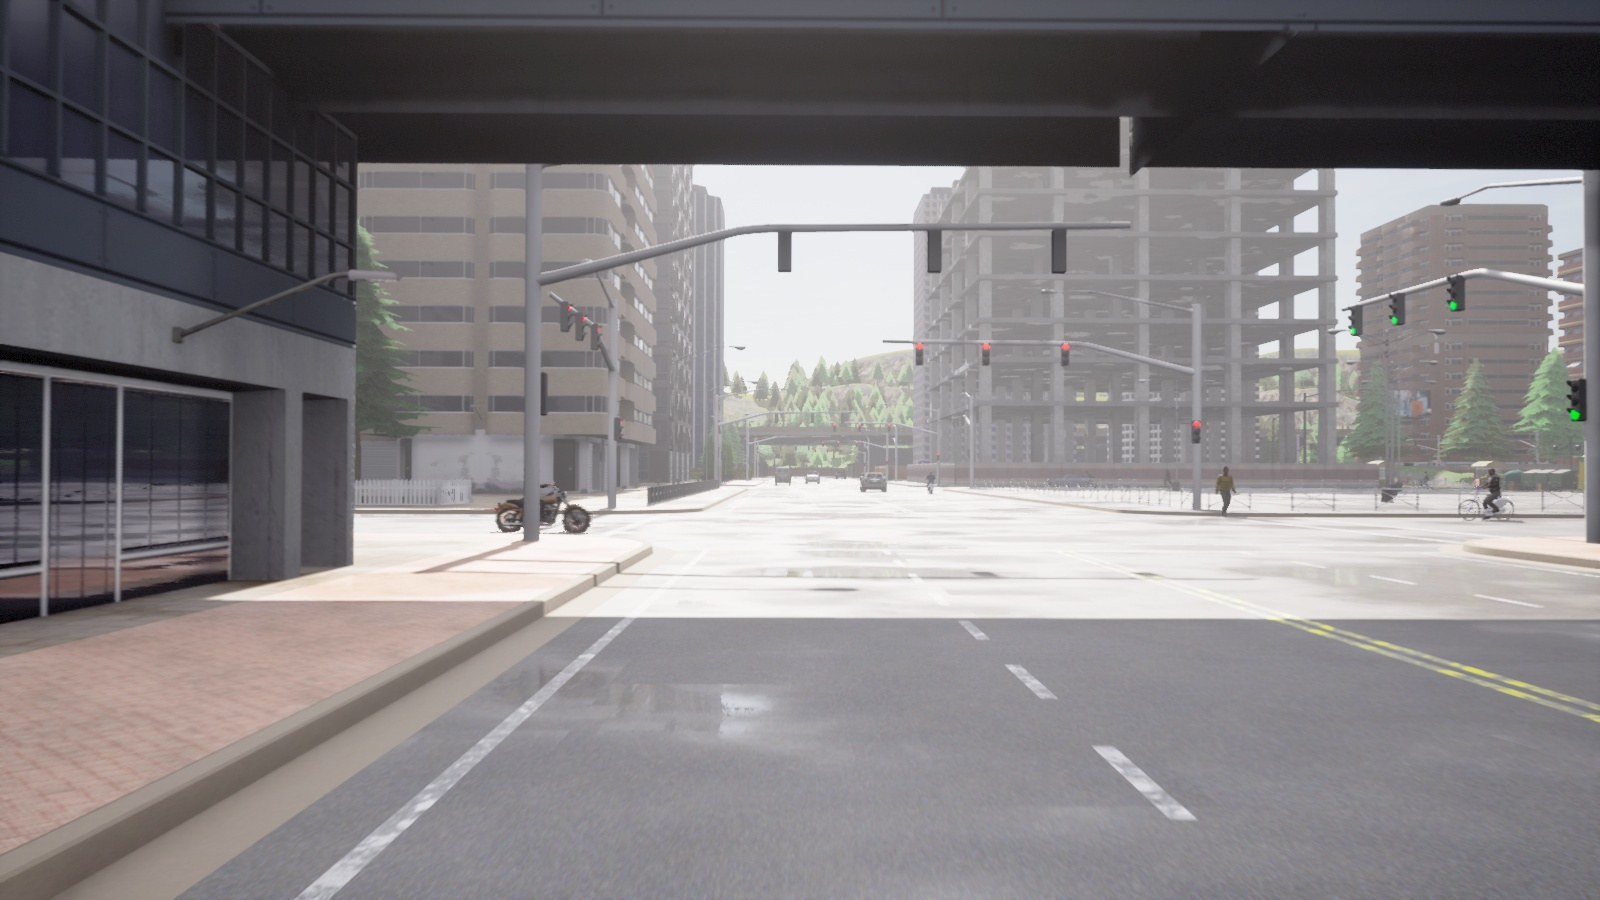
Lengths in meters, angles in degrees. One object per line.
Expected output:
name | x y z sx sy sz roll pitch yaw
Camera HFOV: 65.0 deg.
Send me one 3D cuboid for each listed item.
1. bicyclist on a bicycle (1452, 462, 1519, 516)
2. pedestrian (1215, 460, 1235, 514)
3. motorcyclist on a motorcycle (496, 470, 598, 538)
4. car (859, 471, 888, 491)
bicyclist on a bicycle | 22.711 1.291 41.638 1.843 1.776 0.659 0 -1 0
pedestrian | 14.822 1.288 43.834 0.431 1.840 0.709 0 -1 0
motorcyclist on a motorcycle | -6.188 1.306 30.826 2.350 1.649 0.766 0 -1 -1
car | 5.583 2.352 95.240 1.970 1.475 3.806 0 -1 0
